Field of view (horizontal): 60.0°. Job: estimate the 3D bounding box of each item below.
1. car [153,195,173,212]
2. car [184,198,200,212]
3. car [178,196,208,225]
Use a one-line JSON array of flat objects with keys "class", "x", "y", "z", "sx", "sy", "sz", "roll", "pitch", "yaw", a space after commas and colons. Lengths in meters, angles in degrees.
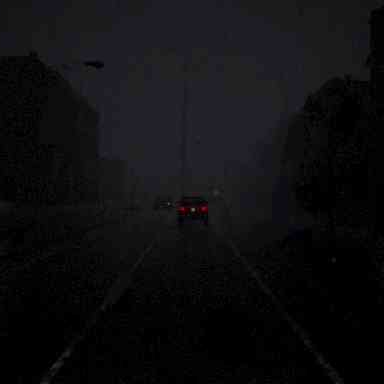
[{"class": "car", "x": -3.620, "y": 1.383, "z": 42.179, "sx": 2.150, "sy": 2.045, "sz": 5.566, "roll": 0, "pitch": 0, "yaw": 0}, {"class": "car", "x": 0.035, "y": 1.642, "z": 42.791, "sx": 1.882, "sy": 1.535, "sz": 5.008, "roll": 0, "pitch": 0, "yaw": 0}, {"class": "car", "x": 0.078, "y": 1.319, "z": 25.442, "sx": 2.150, "sy": 2.045, "sz": 5.566, "roll": 0, "pitch": 0, "yaw": 0}]
